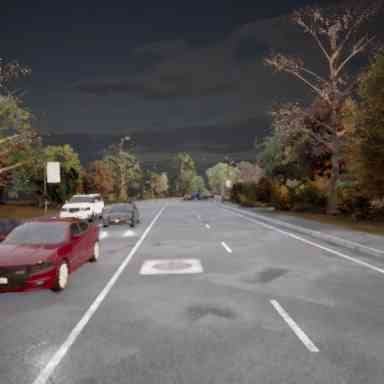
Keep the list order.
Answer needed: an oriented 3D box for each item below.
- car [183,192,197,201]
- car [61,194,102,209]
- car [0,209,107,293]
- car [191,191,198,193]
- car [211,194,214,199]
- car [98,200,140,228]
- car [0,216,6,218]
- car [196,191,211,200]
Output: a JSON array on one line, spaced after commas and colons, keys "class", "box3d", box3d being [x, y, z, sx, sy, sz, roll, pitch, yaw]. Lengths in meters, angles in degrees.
[{"class": "car", "box3d": [-0.854, 1.328, 78.863, 1.895, 1.301, 4.718, -1, 0, 10]}, {"class": "car", "box3d": [-8.174, 1.197, 25.380, 2.150, 2.045, 5.566, -1, 0, -3]}, {"class": "car", "box3d": [-3.891, 1.472, 9.087, 1.882, 1.535, 5.008, -1, 0, -2]}, {"class": "car", "box3d": [1.027, 0.803, 88.873, 2.150, 2.045, 5.566, -1, 0, 15]}, {"class": "car", "box3d": [4.657, 1.145, 88.960, 1.895, 1.301, 4.718, -1, 0, 15]}, {"class": "car", "box3d": [-4.488, 1.428, 21.726, 1.837, 1.490, 4.892, -1, 0, -3]}, {"class": "car", "box3d": [-7.510, 1.587, 11.790, 2.033, 1.411, 5.357, -1, 0, -3]}, {"class": "car", "box3d": [2.693, 1.177, 78.960, 1.837, 1.490, 4.892, -1, 0, 10]}]
